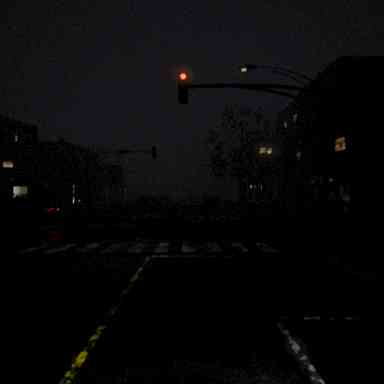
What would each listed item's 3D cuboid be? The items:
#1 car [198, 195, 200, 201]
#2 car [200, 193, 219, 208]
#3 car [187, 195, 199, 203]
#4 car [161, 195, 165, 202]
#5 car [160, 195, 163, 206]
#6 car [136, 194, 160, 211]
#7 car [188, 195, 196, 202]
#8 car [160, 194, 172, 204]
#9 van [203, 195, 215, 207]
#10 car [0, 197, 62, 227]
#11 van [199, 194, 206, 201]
[{"bbox_3d":[2.702,1.575,63.679,2.008,1.369,4.403,-1,0,0],"label":"car"},{"bbox_3d":[2.696,1.334,47.047,2.192,1.841,5.009,-1,0,0],"label":"car"},{"bbox_3d":[0.013,1.503,67.457,1.882,1.535,5.008,0,0,0],"label":"car"},{"bbox_3d":[-5.682,1.602,52.593,1.802,1.307,4.206,-1,0,0],"label":"car"},{"bbox_3d":[-5.683,1.563,47.049,1.887,1.381,4.507,-1,0,0],"label":"car"},{"bbox_3d":[-5.686,1.332,41.505,2.192,1.841,5.009,-1,0,0],"label":"car"},{"bbox_3d":[0.017,1.478,77.908,1.994,1.385,4.181,0,0,0],"label":"car"},{"bbox_3d":[-5.682,1.339,63.681,2.192,1.841,5.009,-1,0,0],"label":"car"},{"bbox_3d":[2.697,1.362,52.591,1.690,1.788,3.998,-1,0,0],"label":"van"},{"bbox_3d":[-12.268,1.369,23.870,5.566,2.045,2.150,-1,0,2],"label":"car"},{"bbox_3d":[2.705,1.372,85.855,1.690,1.788,3.998,-1,0,0],"label":"van"}]
